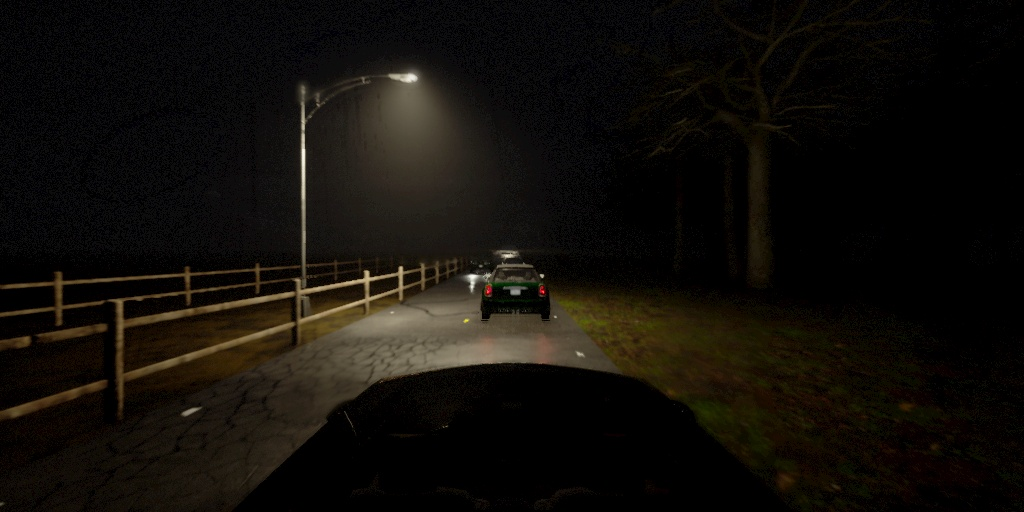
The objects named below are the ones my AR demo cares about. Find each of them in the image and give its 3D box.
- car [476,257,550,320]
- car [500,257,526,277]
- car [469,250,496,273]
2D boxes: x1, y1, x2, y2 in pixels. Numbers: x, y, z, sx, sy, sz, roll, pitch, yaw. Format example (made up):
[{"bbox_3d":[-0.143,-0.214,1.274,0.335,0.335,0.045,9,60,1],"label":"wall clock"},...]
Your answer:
[{"bbox_3d":[0.102,1.045,12.520,2.097,1.767,4.553,0,1,0],"label":"car"},{"bbox_3d":[0.106,0.897,30.666,2.033,1.411,5.357,0,1,0],"label":"car"},{"bbox_3d":[-2.745,0.489,34.263,2.150,2.045,5.566,0,1,0],"label":"car"}]
